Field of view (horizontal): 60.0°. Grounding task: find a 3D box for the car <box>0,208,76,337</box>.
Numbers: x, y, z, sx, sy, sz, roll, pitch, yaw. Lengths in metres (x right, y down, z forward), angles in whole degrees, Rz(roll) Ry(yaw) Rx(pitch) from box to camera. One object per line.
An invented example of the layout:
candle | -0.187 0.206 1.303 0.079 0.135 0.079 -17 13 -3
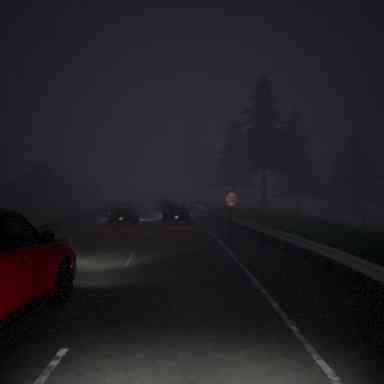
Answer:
car | -3.515 1.213 4.809 2.150 2.045 5.566 0 0 -1

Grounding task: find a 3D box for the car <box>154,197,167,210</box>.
car | -3.608 1.386 41.440 1.882 1.535 5.008 0 0 -10

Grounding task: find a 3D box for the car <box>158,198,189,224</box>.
car | -1.259 1.437 24.238 2.128 1.511 4.902 0 0 -6

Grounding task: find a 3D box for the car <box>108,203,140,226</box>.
car | -4.648 1.477 23.060 1.812 1.442 4.674 0 0 -5
